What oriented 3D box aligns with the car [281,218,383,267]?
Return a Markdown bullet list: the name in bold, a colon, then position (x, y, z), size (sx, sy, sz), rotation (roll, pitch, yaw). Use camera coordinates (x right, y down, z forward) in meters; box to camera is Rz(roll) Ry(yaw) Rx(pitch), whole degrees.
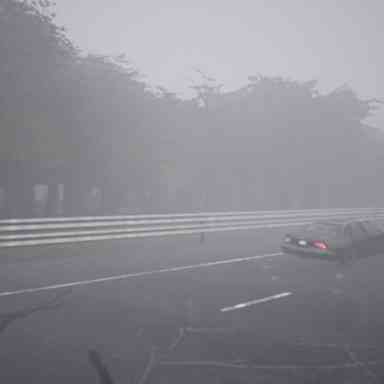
- **car**: position (5.539, 1.668, 11.978), size (5.357, 1.411, 2.033), rotation (0, 1, -35)
